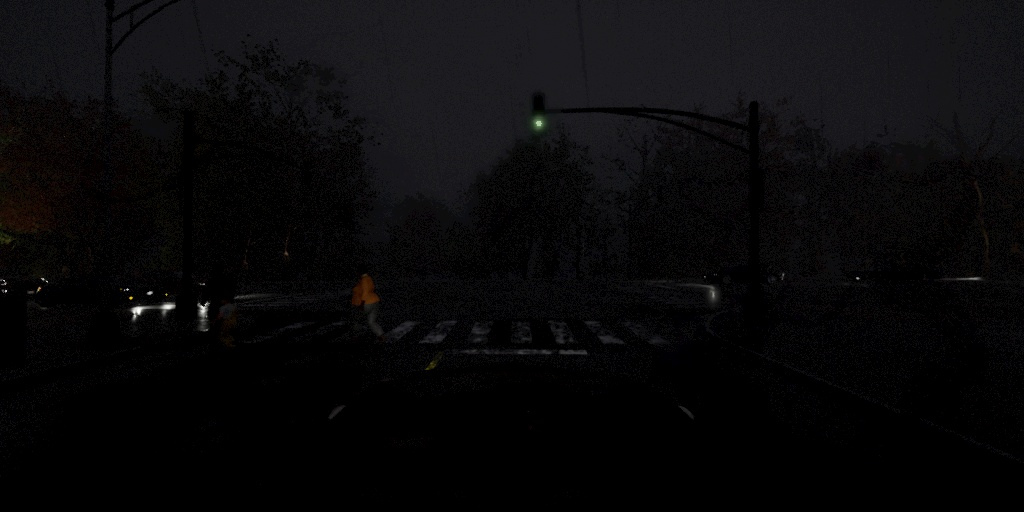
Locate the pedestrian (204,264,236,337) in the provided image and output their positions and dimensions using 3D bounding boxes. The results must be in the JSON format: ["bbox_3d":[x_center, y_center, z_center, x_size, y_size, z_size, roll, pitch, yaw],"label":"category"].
[{"bbox_3d":[-7.026,1.044,8.672,0.375,1.860,0.375,1,-1,1],"label":"pedestrian"}]

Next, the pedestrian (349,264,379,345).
[{"bbox_3d":[-3.318,1.044,8.036,0.375,1.860,0.375,1,-1,1],"label":"pedestrian"}]

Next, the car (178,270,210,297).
[{"bbox_3d":[-17.392,1.420,18.547,4.674,1.442,1.812,-1,-1,0],"label":"car"}]

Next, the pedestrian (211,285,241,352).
[{"bbox_3d":[-5.845,1.325,7.457,0.375,1.300,0.375,1,-1,1],"label":"pedestrian"}]

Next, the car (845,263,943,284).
[{"bbox_3d":[25.256,1.149,23.843,4.718,1.301,1.895,-1,-1,2],"label":"car"}]

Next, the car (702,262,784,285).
[{"bbox_3d":[15.471,1.153,24.165,4.892,1.490,1.837,-1,-1,2],"label":"car"}]

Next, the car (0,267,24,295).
[{"bbox_3d":[-27.467,1.349,18.878,4.553,1.767,2.097,-1,-1,2],"label":"car"}]

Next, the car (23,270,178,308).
[{"bbox_3d":[-17.361,1.414,15.289,4.181,1.385,1.994,-1,-1,2],"label":"car"}]
